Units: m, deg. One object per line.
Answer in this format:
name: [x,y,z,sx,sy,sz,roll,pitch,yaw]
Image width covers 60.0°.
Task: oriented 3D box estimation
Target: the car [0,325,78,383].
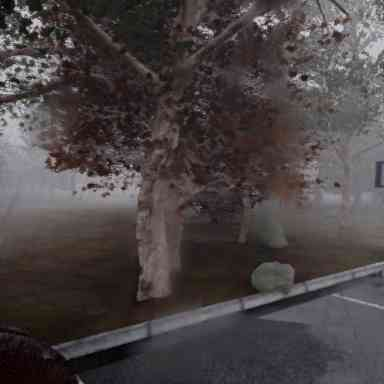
car: [-3.130,1.511,1.823,4.792,1.488,2.163,0,0,-33]
